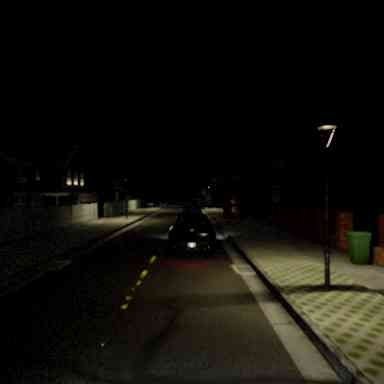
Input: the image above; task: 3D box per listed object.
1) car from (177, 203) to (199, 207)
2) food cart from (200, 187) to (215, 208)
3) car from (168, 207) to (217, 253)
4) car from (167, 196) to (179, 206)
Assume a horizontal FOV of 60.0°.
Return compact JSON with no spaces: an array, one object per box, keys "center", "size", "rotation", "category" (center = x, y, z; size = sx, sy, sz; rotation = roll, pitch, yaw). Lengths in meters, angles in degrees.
[{"center":[-0.001,1.815,28.987],"size":[2.033,1.411,5.357],"rotation":[0,0,0],"category":"car"},{"center":[2.665,1.004,59.147],"size":[2.280,3.560,4.660],"rotation":[0,0,-3],"category":"food cart"},{"center":[0.003,1.642,14.302],"size":[1.837,1.490,4.892],"rotation":[0,0,0],"category":"car"},{"center":[-4.086,1.892,71.572],"size":[2.150,2.045,5.566],"rotation":[0,-1,-6],"category":"car"}]
